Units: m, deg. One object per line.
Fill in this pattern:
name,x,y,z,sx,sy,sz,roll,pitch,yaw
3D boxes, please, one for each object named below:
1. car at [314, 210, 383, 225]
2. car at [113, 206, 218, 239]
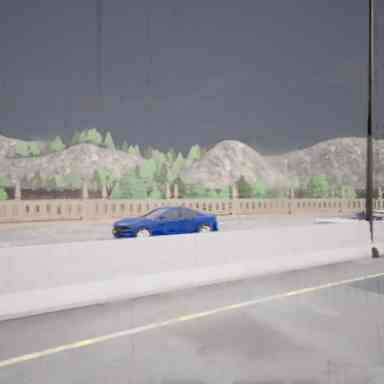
car,8.360,1.601,16.630,4.718,1.301,1.895,0,0,-25
car,-1.132,1.430,15.462,5.008,1.535,1.882,0,0,-30
